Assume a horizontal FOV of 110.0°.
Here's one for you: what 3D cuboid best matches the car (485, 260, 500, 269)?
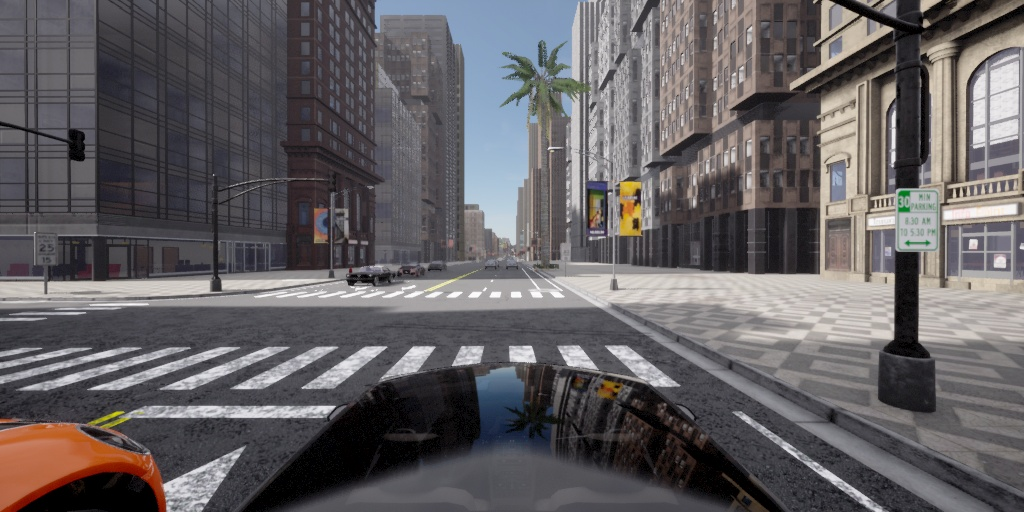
[{"bbox_3d":[-3.226,1.335,55.736,2.033,1.411,5.357,0,0,0],"label":"car"}]

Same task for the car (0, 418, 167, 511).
[{"bbox_3d":[-3.150,1.102,0.256,2.097,1.767,4.553,0,0,0],"label":"car"}]

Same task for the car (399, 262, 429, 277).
[{"bbox_3d":[-9.842,1.324,35.298,1.994,1.385,4.181,0,0,-1],"label":"car"}]

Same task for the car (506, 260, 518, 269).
[{"bbox_3d":[0.024,1.335,55.734,2.033,1.411,5.357,0,0,0],"label":"car"}]

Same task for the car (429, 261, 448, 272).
[{"bbox_3d":[-9.821,1.319,47.651,2.033,1.411,5.357,0,0,0],"label":"car"}]

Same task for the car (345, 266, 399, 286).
[{"bbox_3d":[-9.840,1.356,25.262,1.895,1.301,4.718,0,0,0],"label":"car"}]
